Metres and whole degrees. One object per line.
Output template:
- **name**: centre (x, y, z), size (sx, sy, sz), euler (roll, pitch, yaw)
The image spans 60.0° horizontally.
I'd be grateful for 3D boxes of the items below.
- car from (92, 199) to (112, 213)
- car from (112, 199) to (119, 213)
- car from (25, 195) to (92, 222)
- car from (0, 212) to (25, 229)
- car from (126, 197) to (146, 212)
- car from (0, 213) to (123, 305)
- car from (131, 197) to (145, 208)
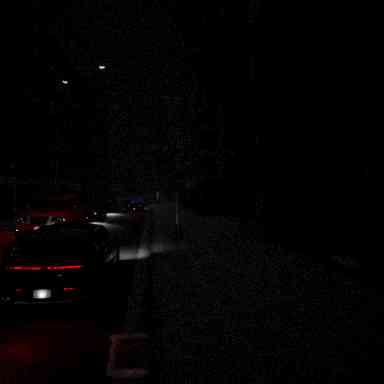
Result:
- **car**: centre (-8.033, 1.496, 26.854), size (2.033, 1.411, 5.357), euler (0, 0, -7)
- **car**: centre (-9.226, 1.485, 36.883), size (2.033, 1.411, 5.357), euler (0, 0, -7)
- **car**: centre (-6.786, 1.182, 16.678), size (2.150, 2.045, 5.566), euler (0, 0, -7)
- **car**: centre (-5.584, 1.323, 7.124), size (2.097, 1.767, 4.553), euler (0, 0, -8)
- **car**: centre (-6.554, 1.554, 38.542), size (1.895, 1.301, 4.718), euler (0, 0, -6)
- **car**: centre (-2.861, 1.491, 8.093), size (1.837, 1.490, 4.892), euler (0, 0, -7)
- **car**: centre (-7.841, 1.475, 48.648), size (1.812, 1.442, 4.674), euler (0, 0, -7)
